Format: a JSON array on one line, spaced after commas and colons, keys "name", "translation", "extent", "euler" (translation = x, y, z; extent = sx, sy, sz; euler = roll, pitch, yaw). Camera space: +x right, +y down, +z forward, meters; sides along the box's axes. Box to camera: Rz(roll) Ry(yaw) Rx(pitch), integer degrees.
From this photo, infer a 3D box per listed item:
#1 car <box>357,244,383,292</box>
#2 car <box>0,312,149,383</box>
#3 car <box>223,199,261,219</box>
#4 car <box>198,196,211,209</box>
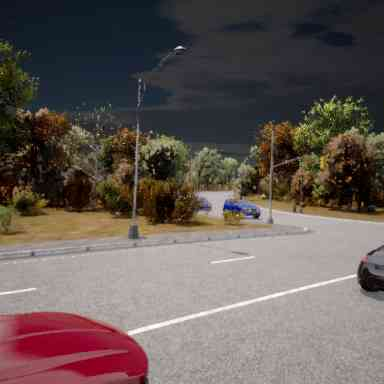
[{"name": "car", "translation": [5.815, 1.664, 7.949], "extent": [4.181, 1.385, 1.994], "euler": [1, -1, -35]}, {"name": "car", "translation": [-2.610, 1.479, 1.881], "extent": [5.008, 1.535, 1.882], "euler": [0, 0, -36]}, {"name": "car", "translation": [5.447, 1.844, 37.170], "extent": [2.150, 2.045, 5.566], "euler": [3, -1, -22]}, {"name": "car", "translation": [1.143, 1.619, 49.222], "extent": [2.150, 2.045, 5.566], "euler": [3, 2, -19]}]
